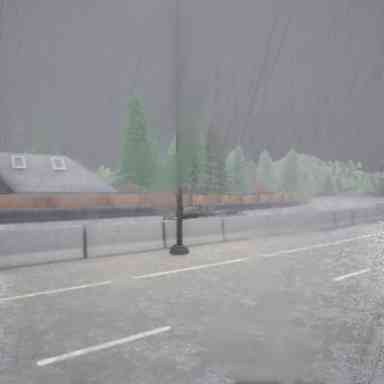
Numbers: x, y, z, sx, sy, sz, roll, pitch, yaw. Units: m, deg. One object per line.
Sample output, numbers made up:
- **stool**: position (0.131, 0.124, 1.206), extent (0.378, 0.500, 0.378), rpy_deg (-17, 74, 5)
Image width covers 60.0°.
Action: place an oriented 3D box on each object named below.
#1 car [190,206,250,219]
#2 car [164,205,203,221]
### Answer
- **car**: position (2.279, 1.844, 23.429), extent (4.181, 1.385, 1.994), rpy_deg (0, -1, -41)
- **car**: position (0.022, 1.812, 26.104), extent (4.892, 1.490, 1.837), rpy_deg (0, -1, -41)
